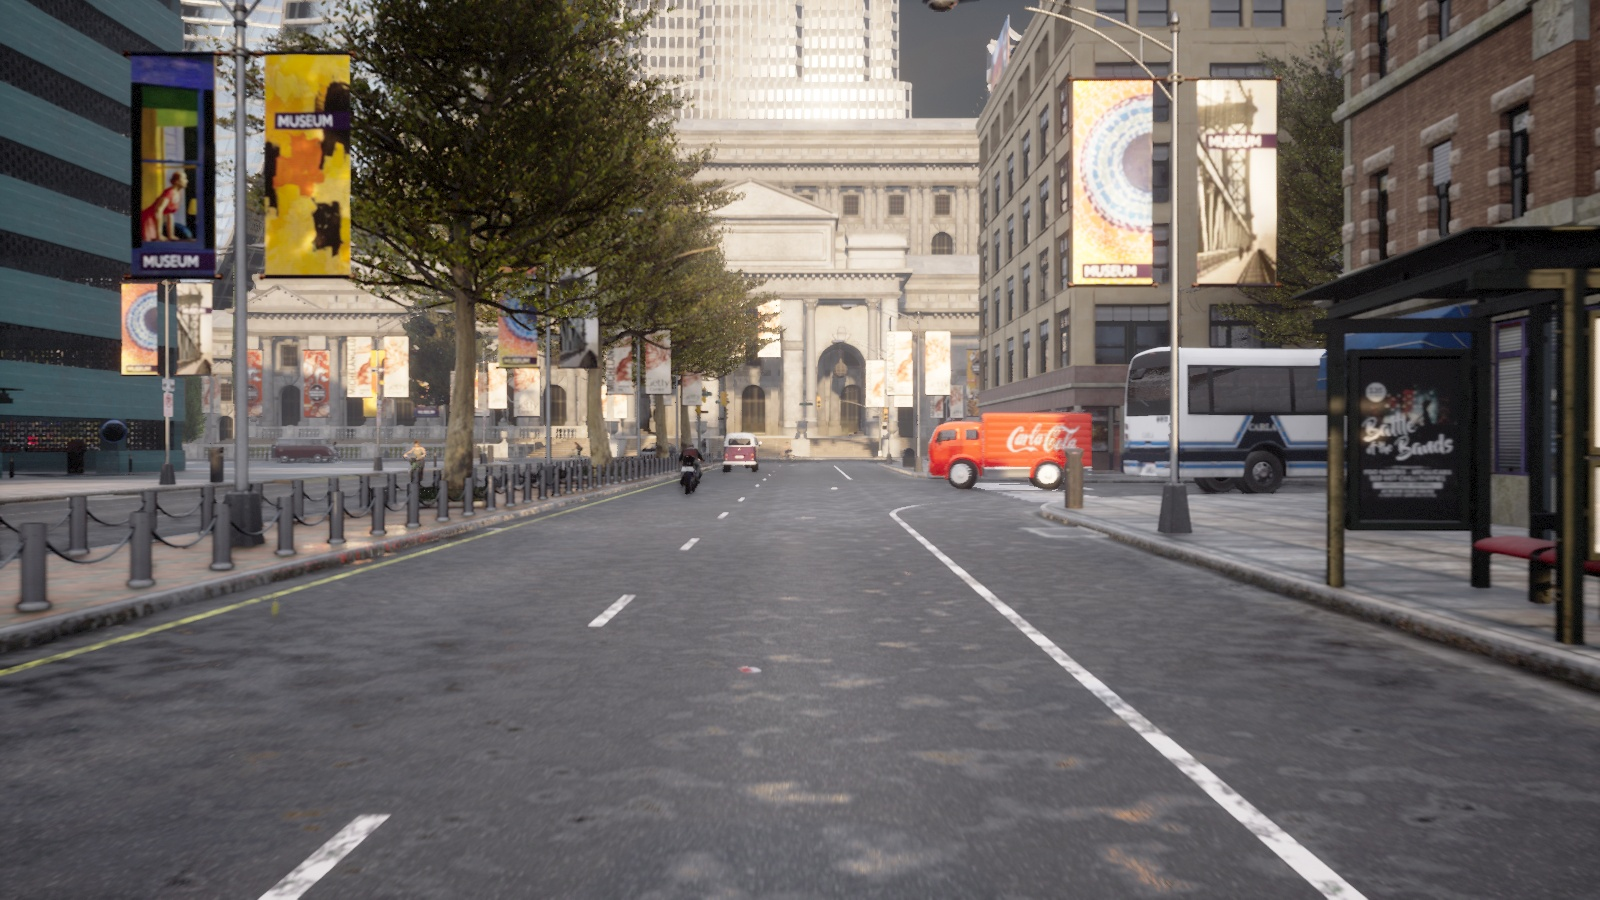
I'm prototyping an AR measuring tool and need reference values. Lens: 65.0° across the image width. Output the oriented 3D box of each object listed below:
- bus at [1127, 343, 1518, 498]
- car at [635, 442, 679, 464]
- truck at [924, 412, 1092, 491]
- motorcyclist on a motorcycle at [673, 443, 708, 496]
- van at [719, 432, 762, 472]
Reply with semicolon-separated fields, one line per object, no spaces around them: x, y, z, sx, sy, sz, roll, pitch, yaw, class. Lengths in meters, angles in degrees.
15.397;-0.828;37.362;10.273;4.253;3.944;0;1;-11;bus
-10.337;0.204;90.985;1.789;1.549;3.705;0;0;19;car
6.692;0.030;40.824;5.204;2.467;2.627;0;1;7;truck
-3.271;0.566;37.684;0.866;1.530;2.191;0;0;0;motorcyclist on a motorcycle
-3.107;0.092;66.670;2.069;2.038;4.480;0;0;0;van
